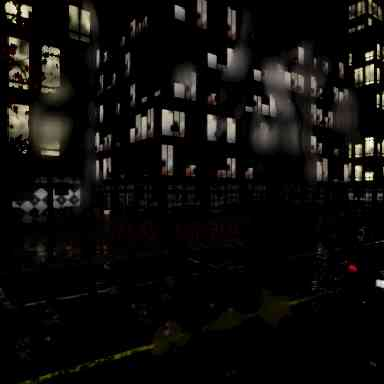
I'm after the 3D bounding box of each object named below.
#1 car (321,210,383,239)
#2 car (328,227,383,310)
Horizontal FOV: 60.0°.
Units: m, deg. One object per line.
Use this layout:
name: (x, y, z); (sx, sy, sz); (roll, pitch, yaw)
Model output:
car: (8.140, 1.563, 16.226); (4.313, 1.339, 1.947); (0, 0, -36)
car: (4.968, 1.563, 6.858); (4.181, 1.385, 1.994); (0, 0, -35)
